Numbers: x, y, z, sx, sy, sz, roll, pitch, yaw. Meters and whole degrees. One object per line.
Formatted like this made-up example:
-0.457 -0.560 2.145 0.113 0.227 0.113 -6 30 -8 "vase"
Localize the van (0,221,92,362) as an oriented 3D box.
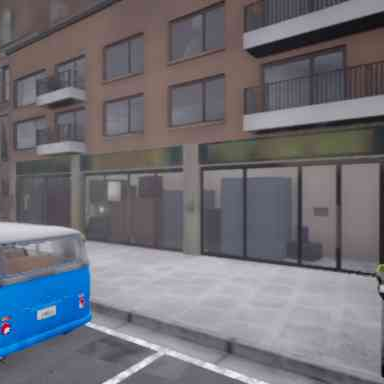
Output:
-3.450 1.398 5.533 3.998 1.788 1.690 -1 0 36 "van"
